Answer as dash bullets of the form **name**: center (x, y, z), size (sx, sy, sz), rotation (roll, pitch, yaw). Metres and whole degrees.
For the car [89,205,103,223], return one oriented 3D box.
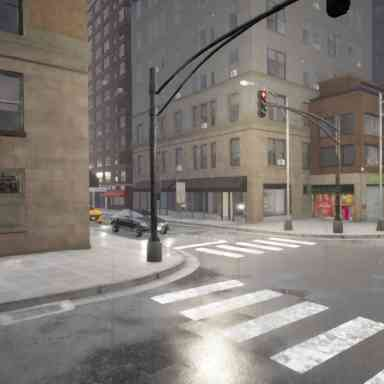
- **car**: center (-8.916, 1.730, 26.997), size (1.882, 1.535, 5.008), rotation (-1, 0, -37)

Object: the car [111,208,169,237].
- **car**: center (-3.198, 1.694, 19.496), size (1.812, 1.442, 4.674), rotation (-1, 0, -38)
